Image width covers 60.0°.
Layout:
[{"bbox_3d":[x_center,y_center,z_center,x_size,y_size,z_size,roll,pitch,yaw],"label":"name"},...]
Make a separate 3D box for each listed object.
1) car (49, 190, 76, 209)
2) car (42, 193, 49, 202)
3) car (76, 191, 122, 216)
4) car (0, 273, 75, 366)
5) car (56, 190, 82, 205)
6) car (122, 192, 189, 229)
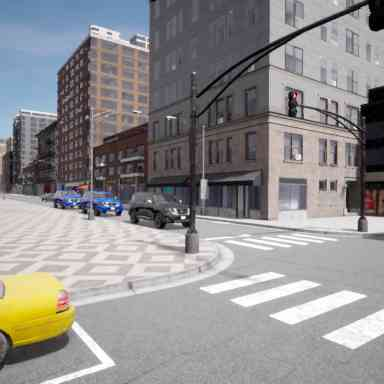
[{"bbox_3d":[-14.205,0.861,37.977,2.150,2.045,5.566,1,0,-35],"label":"car"},{"bbox_3d":[-25.540,0.944,59.518,2.128,1.511,4.902,1,0,-36],"label":"car"},{"bbox_3d":[-8.008,0.959,29.193,2.150,2.045,5.566,1,0,-35],"label":"car"},{"bbox_3d":[-3.972,1.525,3.919,4.829,1.417,1.752,0,1,-36],"label":"car"},{"bbox_3d":[-18.290,0.789,49.265,2.150,2.045,5.566,1,0,-35],"label":"car"},{"bbox_3d":[-2.064,1.052,20.784,2.150,2.045,5.566,1,0,-35],"label":"car"}]
